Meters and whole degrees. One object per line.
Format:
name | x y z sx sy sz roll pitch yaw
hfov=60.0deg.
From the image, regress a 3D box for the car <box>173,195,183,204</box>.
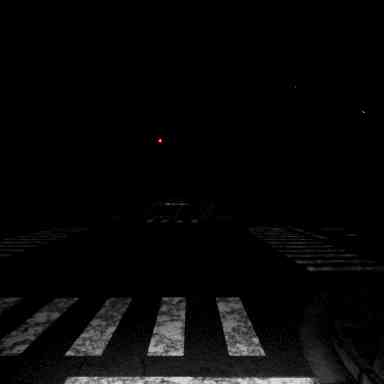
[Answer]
car | -2.897 1.499 69.348 2.097 1.767 4.553 0 0 0
